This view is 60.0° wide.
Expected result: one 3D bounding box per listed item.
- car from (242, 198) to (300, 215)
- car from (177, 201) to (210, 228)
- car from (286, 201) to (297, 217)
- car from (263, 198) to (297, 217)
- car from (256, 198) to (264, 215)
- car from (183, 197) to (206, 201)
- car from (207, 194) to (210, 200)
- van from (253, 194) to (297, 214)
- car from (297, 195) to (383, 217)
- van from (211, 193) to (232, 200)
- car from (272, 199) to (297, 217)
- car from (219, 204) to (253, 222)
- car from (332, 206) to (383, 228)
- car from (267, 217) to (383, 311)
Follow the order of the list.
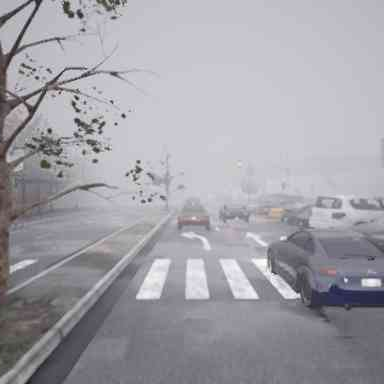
[{"bbox_3d":[7.902,1.422,33.204,5.366,1.575,1.946,1,0,-20],"label":"car"},{"bbox_3d":[0.104,1.498,21.386,1.994,1.385,4.181,0,0,0],"label":"car"},{"bbox_3d":[8.078,1.427,18.356,5.008,1.535,2.097,1,0,-20],"label":"car"},{"bbox_3d":[8.247,1.423,24.389,5.366,1.575,1.946,1,0,-20],"label":"car"},{"bbox_3d":[8.099,1.455,27.319,4.792,1.488,2.163,1,0,-20],"label":"car"},{"bbox_3d":[0.106,1.290,36.943,2.097,1.767,4.553,0,0,0],"label":"car"},{"bbox_3d":[7.909,1.591,94.418,5.366,1.575,1.946,1,-1,-20],"label":"car"},{"bbox_3d":[7.968,1.199,30.246,4.442,1.987,1.878,1,0,-20],"label":"van"},{"bbox_3d":[8.101,1.180,15.391,5.566,2.045,2.435,1,0,-20],"label":"car"},{"bbox_3d":[7.975,1.157,85.514,4.442,1.987,1.878,1,-1,-20],"label":"van"},{"bbox_3d":[8.066,1.426,21.341,4.892,1.521,2.231,1,0,-20],"label":"car"},{"bbox_3d":[3.103,1.534,25.247,1.895,1.301,4.718,0,0,0],"label":"car"},{"bbox_3d":[8.082,1.440,12.390,4.892,1.521,2.231,1,0,-20],"label":"car"},{"bbox_3d":[3.100,1.525,7.750,1.994,1.385,4.181,0,0,0],"label":"car"}]
